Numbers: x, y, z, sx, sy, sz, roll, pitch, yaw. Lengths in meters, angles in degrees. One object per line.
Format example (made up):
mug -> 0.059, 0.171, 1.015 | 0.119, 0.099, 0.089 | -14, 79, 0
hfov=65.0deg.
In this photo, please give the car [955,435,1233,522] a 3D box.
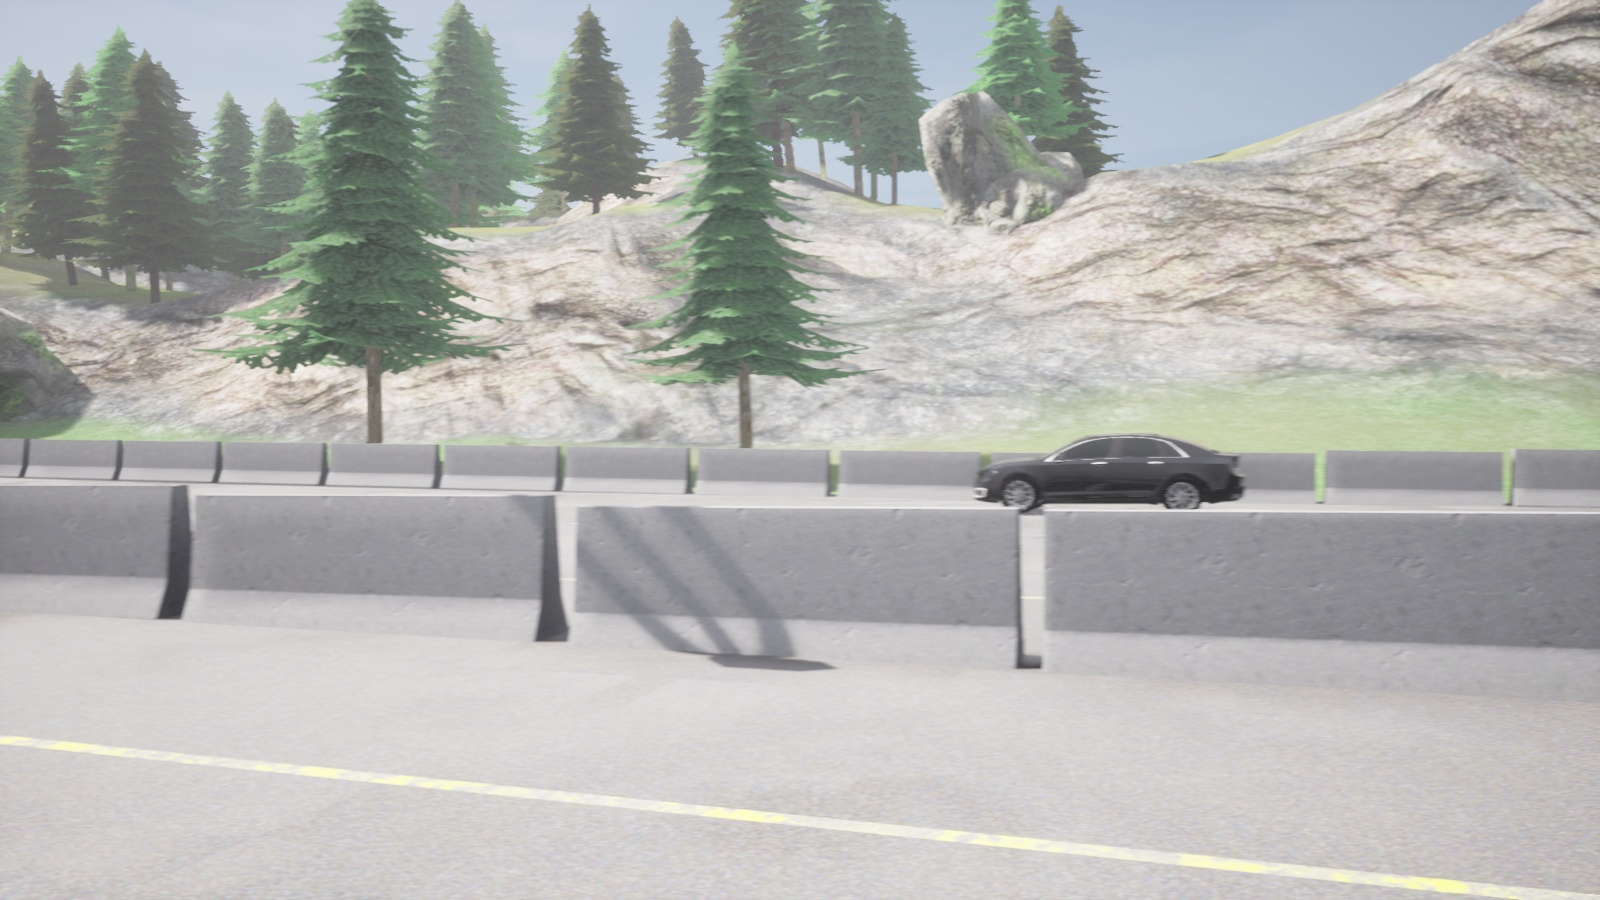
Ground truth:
car -> 5.499, 0.478, 23.498 | 4.892, 1.490, 1.837 | 1, 1, 19
